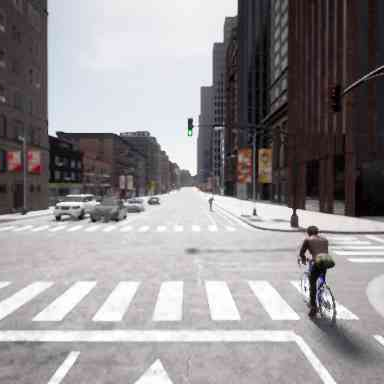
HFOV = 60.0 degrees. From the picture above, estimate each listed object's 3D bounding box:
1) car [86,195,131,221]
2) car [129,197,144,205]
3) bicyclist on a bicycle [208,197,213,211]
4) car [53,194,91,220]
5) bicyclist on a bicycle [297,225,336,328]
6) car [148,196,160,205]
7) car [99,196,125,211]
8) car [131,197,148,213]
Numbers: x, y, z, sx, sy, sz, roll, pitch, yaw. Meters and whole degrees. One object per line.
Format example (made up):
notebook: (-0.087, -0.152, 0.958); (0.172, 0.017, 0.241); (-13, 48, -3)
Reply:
car: (-6.596, 1.359, 26.805); (2.097, 1.767, 4.553); (0, 0, 0)
car: (-9.778, 1.612, 59.204); (1.895, 1.301, 4.718); (0, 0, 0)
bicyclist on a bicycle: (2.254, 1.464, 40.112); (0.582, 1.620, 1.656); (0, 0, 0)
car: (-9.852, 1.229, 28.563); (2.150, 2.045, 5.566); (0, 0, 0)
bicyclist on a bicycle: (2.252, 1.452, 6.052); (0.582, 1.620, 1.656); (0, 0, 0)
car: (-6.545, 1.518, 57.442); (1.837, 1.490, 4.892); (0, -1, 1)
car: (-9.839, 1.363, 41.027); (2.097, 1.767, 4.553); (0, 0, 0)
car: (-6.591, 1.611, 38.026); (1.895, 1.301, 4.718); (0, 0, 1)
